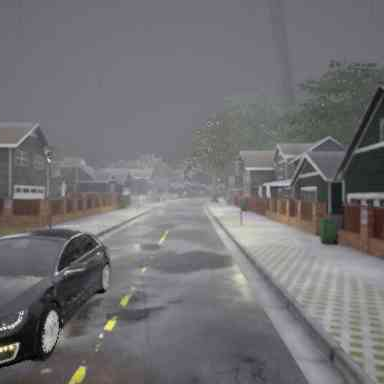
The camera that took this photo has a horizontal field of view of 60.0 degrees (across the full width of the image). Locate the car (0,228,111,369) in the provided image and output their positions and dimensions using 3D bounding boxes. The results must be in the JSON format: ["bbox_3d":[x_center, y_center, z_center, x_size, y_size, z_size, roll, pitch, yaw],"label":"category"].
[{"bbox_3d":[-2.811,1.496,6.008,1.837,1.490,4.892,0,-1,0],"label":"car"}]
